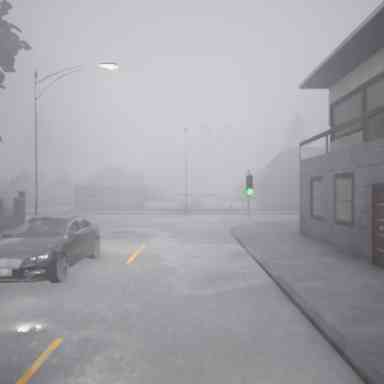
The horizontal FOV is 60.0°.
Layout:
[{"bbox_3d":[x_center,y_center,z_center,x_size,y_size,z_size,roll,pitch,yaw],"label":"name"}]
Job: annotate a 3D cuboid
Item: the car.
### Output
[{"bbox_3d":[-4.055,1.470,9.635,2.128,1.511,4.902,0,0,0],"label":"car"}]
